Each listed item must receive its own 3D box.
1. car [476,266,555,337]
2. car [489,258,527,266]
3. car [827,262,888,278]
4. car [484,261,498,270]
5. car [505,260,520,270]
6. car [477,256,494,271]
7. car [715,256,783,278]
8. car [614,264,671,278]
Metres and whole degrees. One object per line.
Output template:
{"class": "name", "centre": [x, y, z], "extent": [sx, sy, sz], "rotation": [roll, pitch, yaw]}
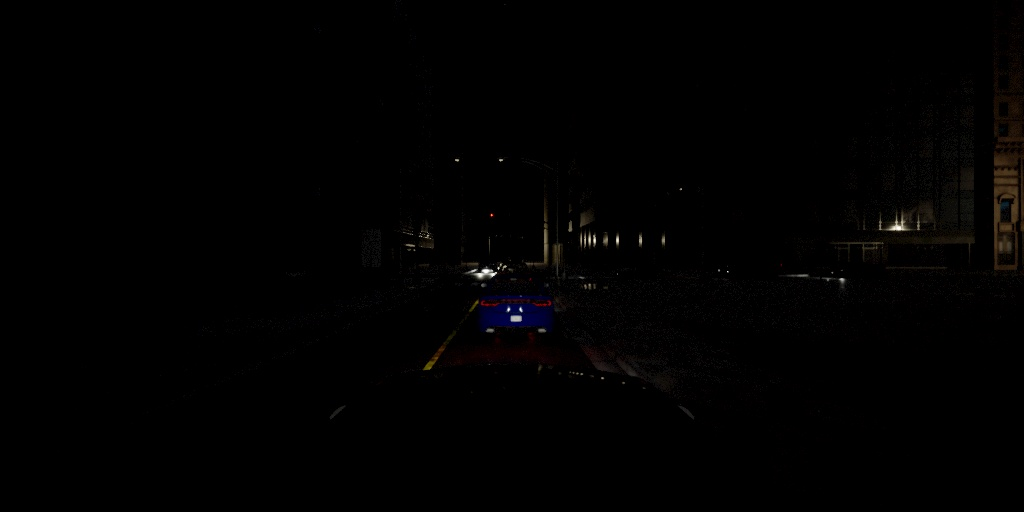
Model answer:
{"class": "car", "centre": [0.091, 1.229, 10.374], "extent": [1.882, 1.535, 5.008], "rotation": [0, 0, 0]}
{"class": "car", "centre": [0.136, 1.107, 19.242], "extent": [2.097, 1.767, 4.553], "rotation": [0, 0, 2]}
{"class": "car", "centre": [32.064, 1.275, 33.289], "extent": [4.674, 1.442, 1.812], "rotation": [0, 0, 0]}
{"class": "car", "centre": [-3.149, 1.389, 55.674], "extent": [1.895, 1.301, 4.718], "rotation": [0, 0, 0]}
{"class": "car", "centre": [0.064, 1.333, 53.563], "extent": [2.033, 1.411, 5.357], "rotation": [0, 0, 0]}
{"class": "car", "centre": [-3.147, 0.999, 45.784], "extent": [2.150, 2.045, 5.566], "rotation": [0, 0, -2]}
{"class": "car", "centre": [21.968, 0.985, 33.291], "extent": [5.566, 2.045, 2.150], "rotation": [0, 0, -1]}
{"class": "car", "centre": [12.016, 1.370, 33.270], "extent": [4.718, 1.301, 1.895], "rotation": [0, 0, 3]}
